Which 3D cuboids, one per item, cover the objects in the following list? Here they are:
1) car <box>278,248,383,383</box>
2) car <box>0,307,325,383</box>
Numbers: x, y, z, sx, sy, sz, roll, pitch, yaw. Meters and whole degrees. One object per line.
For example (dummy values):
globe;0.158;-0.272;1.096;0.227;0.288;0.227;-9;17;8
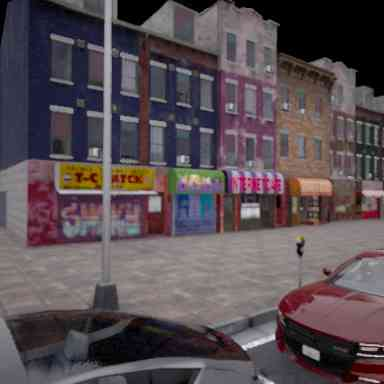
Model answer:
car;3.180;1.596;5.076;4.507;1.381;1.887;1;0;-35
car;-1.442;1.563;1.783;4.313;1.339;1.947;1;0;-35
